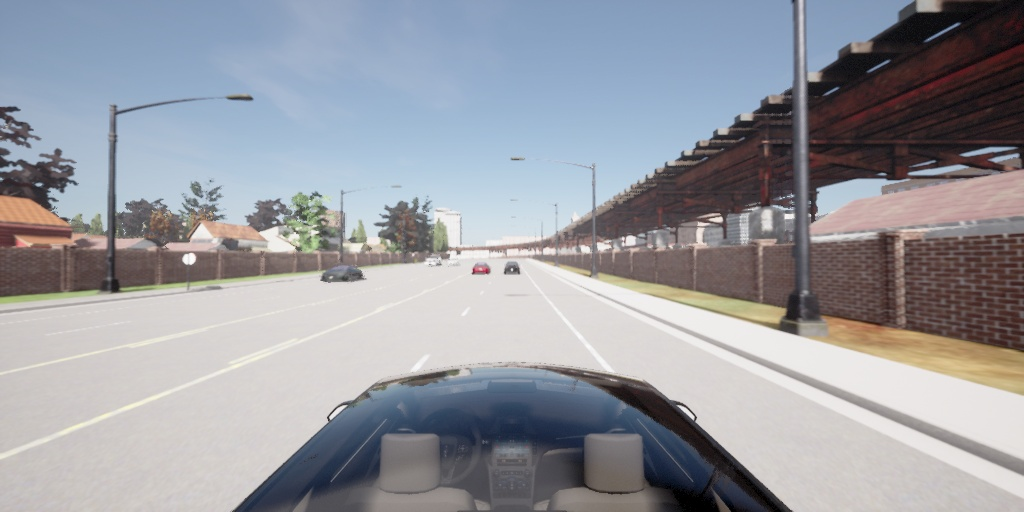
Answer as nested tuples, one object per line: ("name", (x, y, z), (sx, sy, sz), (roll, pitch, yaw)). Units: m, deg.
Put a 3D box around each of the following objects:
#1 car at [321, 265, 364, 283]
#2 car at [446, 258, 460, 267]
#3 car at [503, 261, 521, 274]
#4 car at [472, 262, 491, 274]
("car", (-14.048, 1.456, 29.865), (1.994, 1.385, 4.181), (0, 0, 1))
("car", (-10.527, 1.142, 64.013), (1.812, 1.442, 4.674), (0, 1, 1))
("car", (0.015, 1.328, 41.579), (1.812, 1.442, 4.674), (0, 1, 0))
("car", (-3.485, 1.368, 41.469), (1.994, 1.385, 4.181), (0, 1, 0))
